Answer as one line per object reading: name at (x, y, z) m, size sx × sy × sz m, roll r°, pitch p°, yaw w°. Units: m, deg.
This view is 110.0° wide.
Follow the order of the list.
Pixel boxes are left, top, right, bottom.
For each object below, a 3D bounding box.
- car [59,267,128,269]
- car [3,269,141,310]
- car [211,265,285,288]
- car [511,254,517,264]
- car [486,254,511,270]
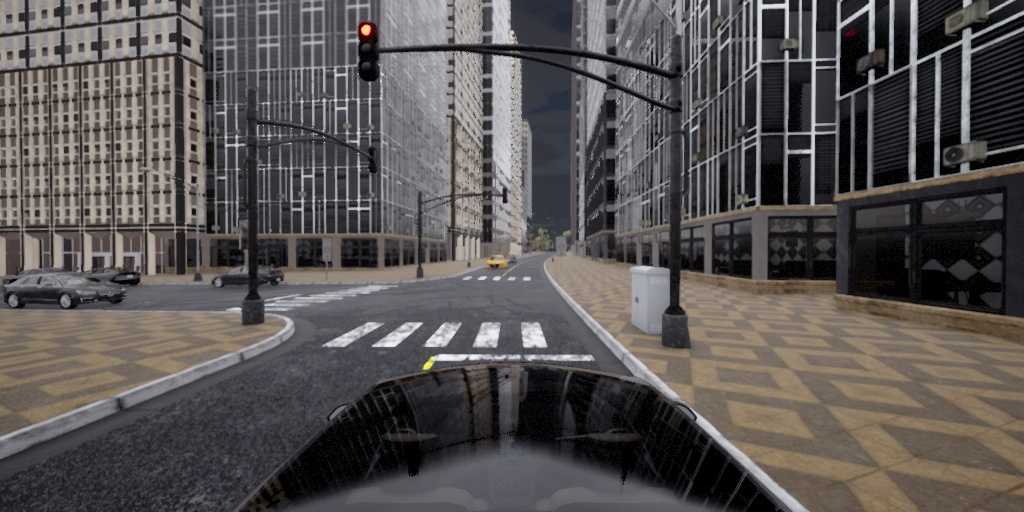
car at (-27.955, 1.453, 24.673) m, size 4.313 × 1.339 × 1.948 m, roll 0°, pitch 0°, yaw 9°
car at (-18.145, 1.358, 14.643) m, size 4.403 × 1.370 × 2.007 m, roll 0°, pitch 0°, yaw 9°
car at (-16.843, 1.266, 22.922) m, size 4.403 × 1.370 × 2.007 m, roll 0°, pitch 0°, yaw 9°
car at (-0.406, 0.447, 51.301) m, size 2.128 × 1.511 × 4.902 m, roll 0°, pitch 2°, yaw 6°
car at (-1.565, 0.655, 38.319) m, size 1.882 × 1.535 × 5.008 m, roll 0°, pitch 2°, yaw 4°
